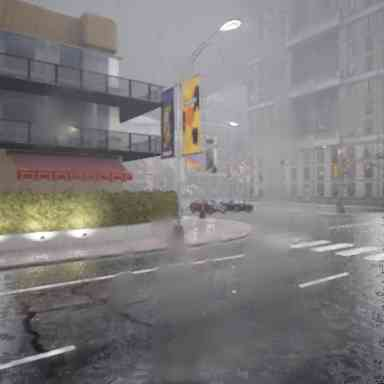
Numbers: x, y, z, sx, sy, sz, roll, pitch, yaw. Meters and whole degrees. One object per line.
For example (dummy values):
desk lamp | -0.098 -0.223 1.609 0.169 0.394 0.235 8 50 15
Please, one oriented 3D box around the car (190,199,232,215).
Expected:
car | 1.547 1.442 33.648 1.812 1.442 4.674 0 0 -35

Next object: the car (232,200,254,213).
car | 4.397 1.503 35.680 1.895 1.301 4.718 0 0 -35
